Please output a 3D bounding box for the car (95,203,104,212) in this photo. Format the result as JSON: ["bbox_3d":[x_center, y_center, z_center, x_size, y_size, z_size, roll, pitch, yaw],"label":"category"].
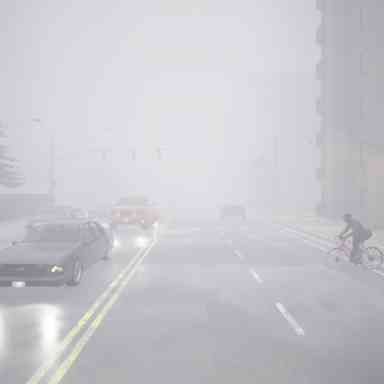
[{"bbox_3d":[-7.134,1.599,27.302,1.895,1.301,4.718,0,0,0],"label":"car"}]

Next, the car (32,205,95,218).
[{"bbox_3d":[-7.163,1.491,18.039,2.128,1.511,4.902,0,0,0],"label":"car"}]

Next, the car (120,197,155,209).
[{"bbox_3d":[-7.538,1.475,45.801,5.008,1.535,1.882,0,0,38],"label":"car"}]

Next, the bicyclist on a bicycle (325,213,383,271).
[{"bbox_3d":[4.569,1.429,9.394,1.656,1.620,0.582,-2,0,0],"label":"bicyclist on a bicycle"}]

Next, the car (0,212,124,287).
[{"bbox_3d":[-3.635,1.547,9.624,2.033,1.411,5.357,0,0,0],"label":"car"}]

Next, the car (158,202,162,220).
[{"bbox_3d":[-3.635,1.362,27.381,2.097,1.767,4.553,0,0,0],"label":"car"}]

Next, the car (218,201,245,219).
[{"bbox_3d":[3.358,1.476,28.811,1.882,1.535,5.008,0,0,0],"label":"car"}]

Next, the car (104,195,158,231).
[{"bbox_3d":[-3.668,1.223,21.122,2.150,2.045,5.566,0,0,0],"label":"car"}]
